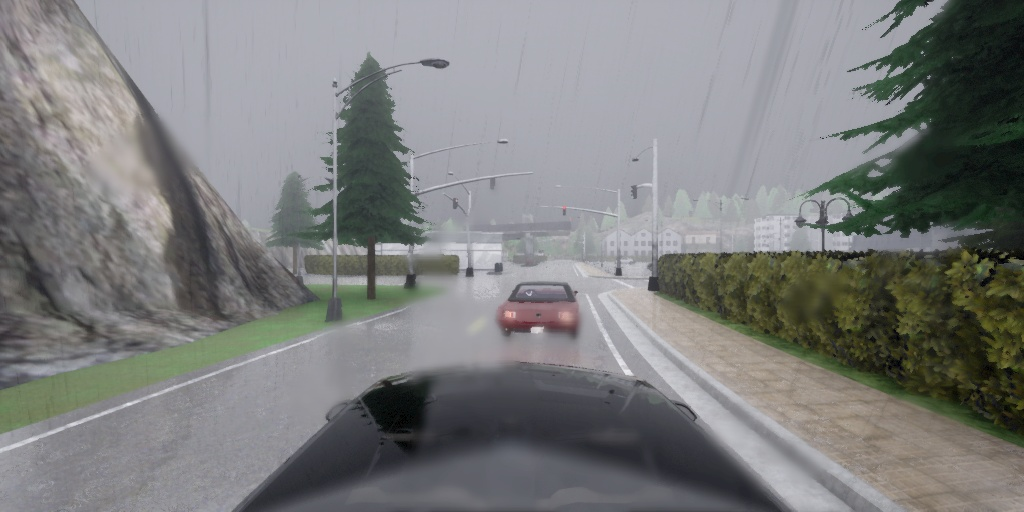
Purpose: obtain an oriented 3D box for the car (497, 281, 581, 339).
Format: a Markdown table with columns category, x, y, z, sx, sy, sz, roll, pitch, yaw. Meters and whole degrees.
| category | x | y | z | sx | sy | sz | roll | pitch | yaw |
| --- | --- | --- | --- | --- | --- | --- | --- | --- | --- |
| car | 0.912 | 1.351 | 10.109 | 1.895 | 1.301 | 4.718 | 0 | 0 | 8 |
